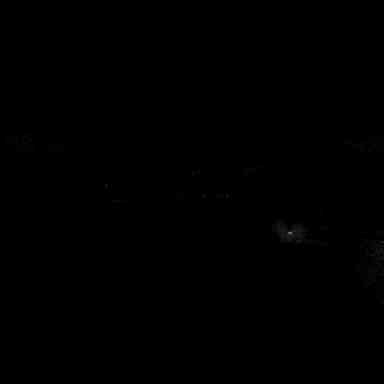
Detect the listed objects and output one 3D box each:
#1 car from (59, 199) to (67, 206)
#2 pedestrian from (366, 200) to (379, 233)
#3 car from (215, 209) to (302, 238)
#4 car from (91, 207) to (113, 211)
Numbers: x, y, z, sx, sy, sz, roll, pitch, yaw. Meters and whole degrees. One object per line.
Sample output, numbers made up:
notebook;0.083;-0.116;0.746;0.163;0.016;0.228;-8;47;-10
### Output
car;-21.766;1.964;55.877;2.097;1.767;4.553;2;-2;-40
pedestrian;10.047;1.362;18.617;0.375;1.860;0.375;1;-1;-35
car;3.238;1.631;18.102;2.033;1.411;5.357;2;-2;-35
car;-9.914;1.843;36.296;1.837;1.490;4.892;2;-2;-37
